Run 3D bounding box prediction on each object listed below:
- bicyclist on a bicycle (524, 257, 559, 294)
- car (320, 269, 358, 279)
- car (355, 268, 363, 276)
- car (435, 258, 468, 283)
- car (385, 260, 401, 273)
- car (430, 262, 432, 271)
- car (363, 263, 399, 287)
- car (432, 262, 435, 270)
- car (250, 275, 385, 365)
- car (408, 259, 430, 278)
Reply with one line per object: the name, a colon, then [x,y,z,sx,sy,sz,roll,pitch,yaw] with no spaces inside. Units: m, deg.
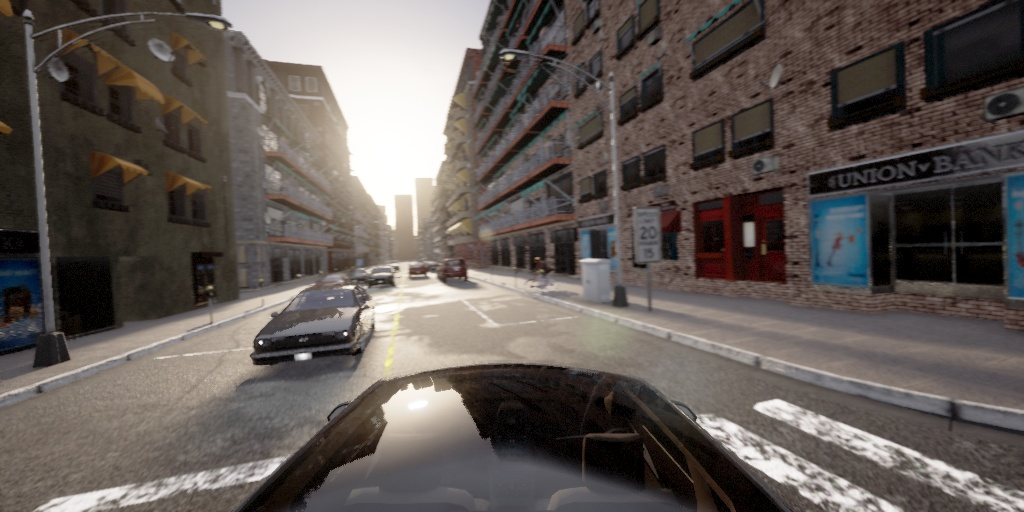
bicyclist on a bicycle: [1.314,0.877,16.119,1.656,1.620,0.582,-3,1,-16]
car: [-10.789,1.721,21.786,1.802,1.307,4.207,0,0,-16]
car: [-13.947,1.785,32.638,1.948,1.339,4.313,0,0,-16]
car: [-4.741,1.098,29.053,2.192,1.841,5.009,0,0,-16]
car: [-14.077,1.272,42.059,1.837,1.490,4.892,-3,0,-16]
car: [-11.070,1.512,50.807,1.948,1.339,4.313,0,0,-16]
car: [-9.830,1.555,27.203,1.837,1.490,4.892,-3,1,-16]
car: [-6.323,1.374,34.491,2.007,1.370,4.403,0,0,-16]
car: [-4.569,1.468,9.102,2.033,1.411,5.357,-3,1,-16]
car: [-10.285,1.466,39.124,1.882,1.535,5.008,-3,1,-16]
